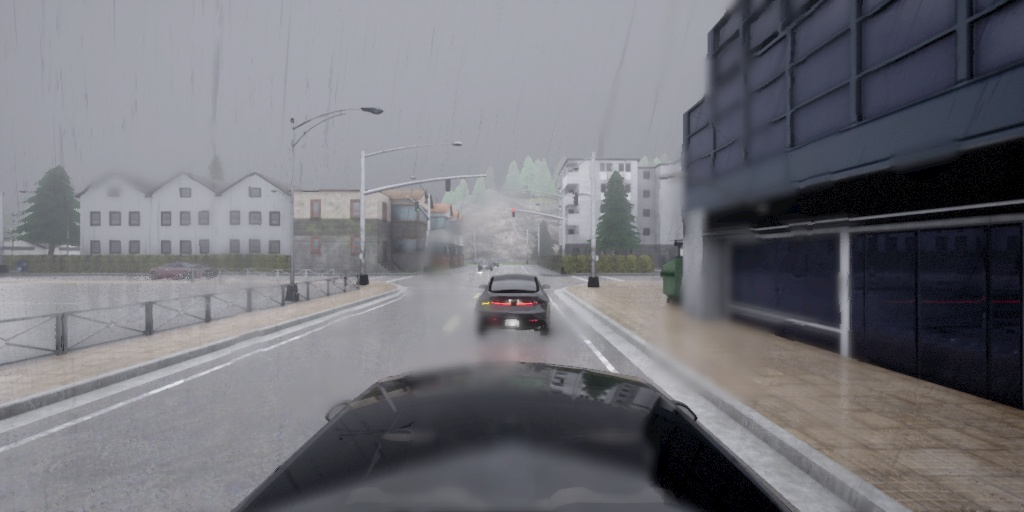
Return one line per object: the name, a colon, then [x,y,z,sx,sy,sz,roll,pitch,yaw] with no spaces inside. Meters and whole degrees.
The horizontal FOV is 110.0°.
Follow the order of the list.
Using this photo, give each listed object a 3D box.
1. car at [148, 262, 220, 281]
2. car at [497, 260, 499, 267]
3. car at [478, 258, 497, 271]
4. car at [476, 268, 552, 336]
car: [-24.116,1.127,26.546,4.181,1.385,1.994,0,0,0]
car: [-3.443,1.076,63.975,2.097,1.767,4.553,0,0,1]
car: [-3.509,1.222,48.334,2.128,1.511,4.902,0,0,0]
car: [0.069,1.251,10.365,1.837,1.490,4.892,0,0,1]
